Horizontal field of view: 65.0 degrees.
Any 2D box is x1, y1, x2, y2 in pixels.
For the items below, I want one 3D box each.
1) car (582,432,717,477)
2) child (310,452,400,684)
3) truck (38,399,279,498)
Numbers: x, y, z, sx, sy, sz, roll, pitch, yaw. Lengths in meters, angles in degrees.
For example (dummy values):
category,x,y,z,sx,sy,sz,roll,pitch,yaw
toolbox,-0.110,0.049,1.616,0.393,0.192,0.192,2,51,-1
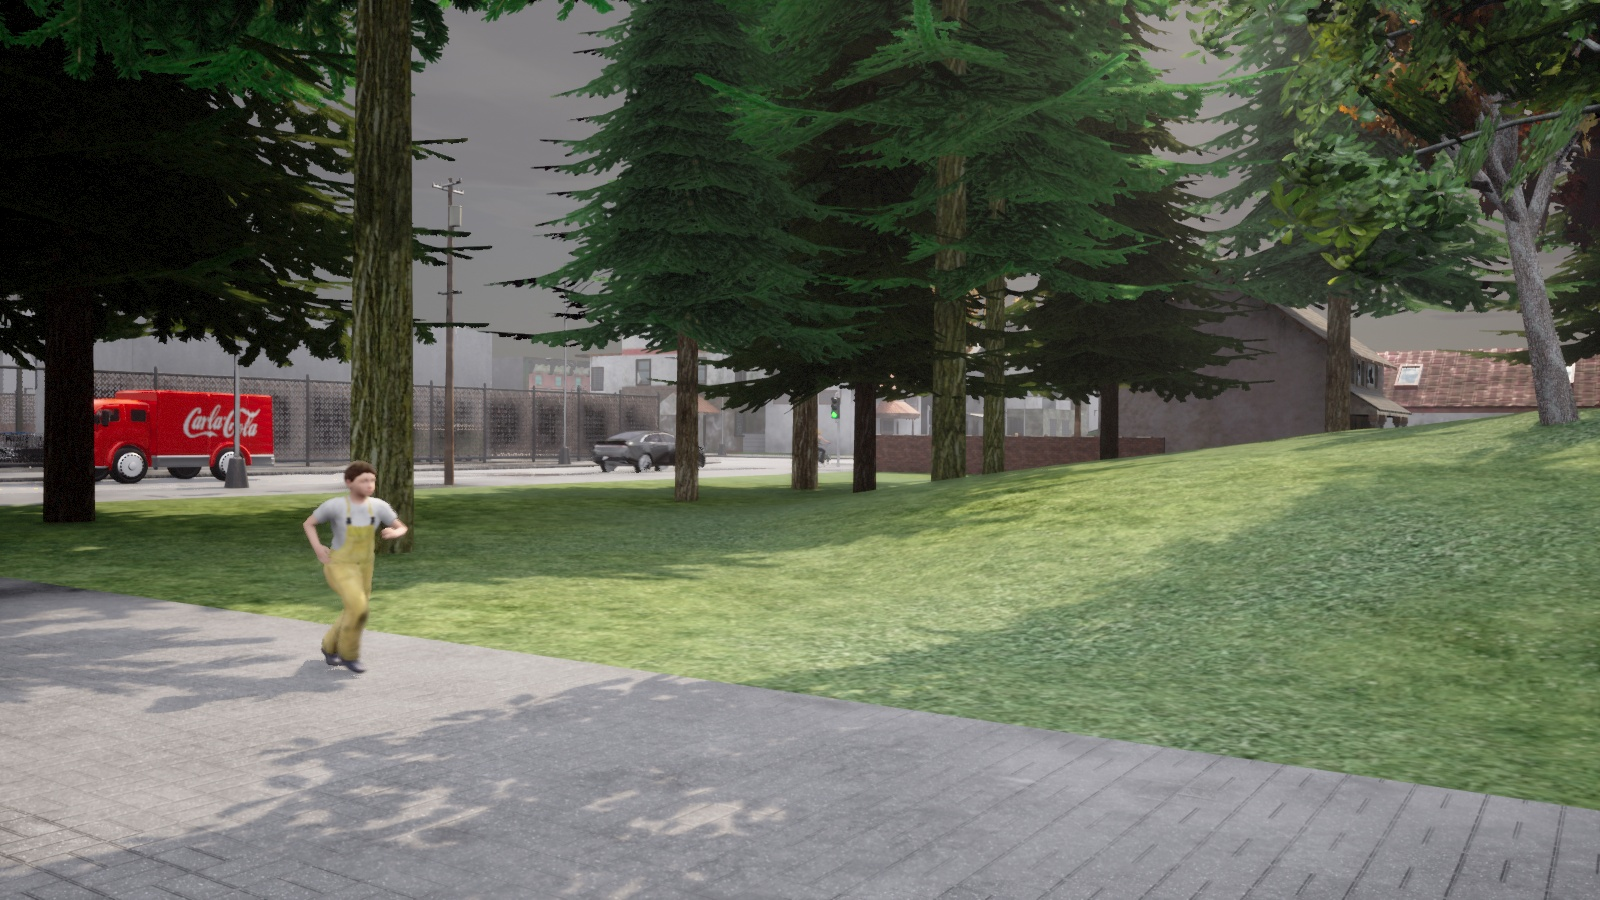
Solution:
category,x,y,z,sx,sy,sz,roll,pitch,yaw
car,-5.311,0.120,45.093,2.128,1.511,4.902,0,1,34
child,-2.515,0.647,7.093,0.437,1.263,0.270,0,1,37
truck,-17.328,-0.061,34.192,2.627,2.467,5.204,0,1,34
